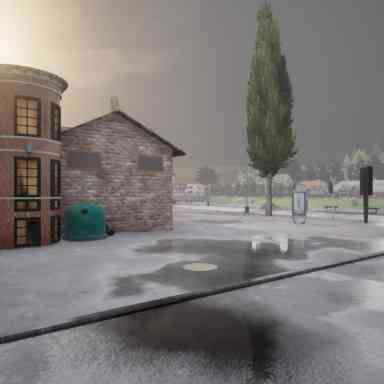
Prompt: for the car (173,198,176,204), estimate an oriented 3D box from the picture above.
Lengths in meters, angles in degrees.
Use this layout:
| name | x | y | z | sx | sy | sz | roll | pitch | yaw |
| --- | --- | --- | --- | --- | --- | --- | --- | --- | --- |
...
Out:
| name | x | y | z | sx | sy | sz | roll | pitch | yaw |
| --- | --- | --- | --- | --- | --- | --- | --- | --- | --- |
| car | -4.632 | 1.526 | 60.368 | 1.812 | 1.442 | 4.674 | 0 | 0 | -35 |
